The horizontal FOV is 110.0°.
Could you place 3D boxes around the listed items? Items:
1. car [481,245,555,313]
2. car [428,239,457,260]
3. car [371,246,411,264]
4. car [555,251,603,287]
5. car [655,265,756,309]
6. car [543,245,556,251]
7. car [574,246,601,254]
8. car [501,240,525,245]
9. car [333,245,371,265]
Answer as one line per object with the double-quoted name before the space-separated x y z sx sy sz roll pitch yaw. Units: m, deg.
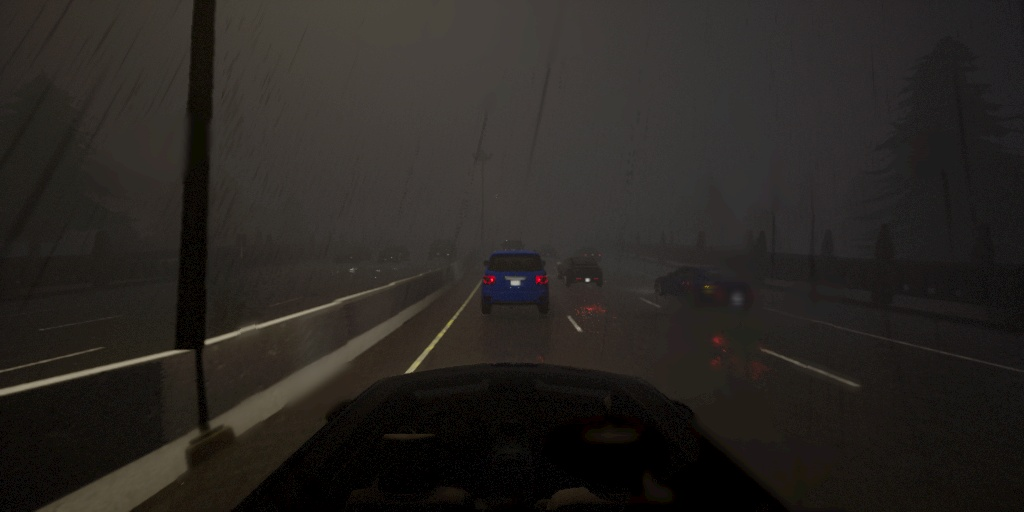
"car" 0.104 0.770 13.192 2.150 2.045 5.566 0 2 0
"car" -7.082 -0.745 37.154 2.150 2.045 5.566 0 4 0
"car" -10.587 -0.135 32.342 1.837 1.490 4.892 0 4 0
"car" 3.606 0.729 19.497 1.837 1.490 4.892 0 4 0
"car" 7.104 1.056 13.588 1.812 1.442 4.674 0 2 0
"car" 3.612 -0.495 37.964 1.812 1.442 4.674 0 4 0
"car" 7.111 -0.214 34.120 2.033 1.411 5.357 0 4 0
"car" 0.112 -0.560 34.436 2.150 2.045 5.566 0 4 0
"car" -14.087 -0.143 32.078 1.882 1.535 5.008 0 4 0
